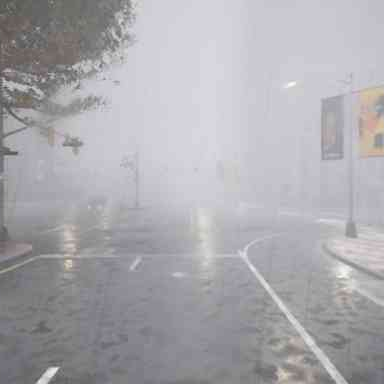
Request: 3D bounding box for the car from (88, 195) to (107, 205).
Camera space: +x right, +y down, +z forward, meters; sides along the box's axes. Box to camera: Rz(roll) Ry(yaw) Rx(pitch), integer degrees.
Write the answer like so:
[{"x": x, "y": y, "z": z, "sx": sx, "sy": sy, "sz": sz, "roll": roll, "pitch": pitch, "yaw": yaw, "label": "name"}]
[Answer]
[{"x": -15.021, "y": 1.275, "z": 53.184, "sx": 1.882, "sy": 1.535, "sz": 5.008, "roll": 0, "pitch": 0, "yaw": 1, "label": "car"}]
